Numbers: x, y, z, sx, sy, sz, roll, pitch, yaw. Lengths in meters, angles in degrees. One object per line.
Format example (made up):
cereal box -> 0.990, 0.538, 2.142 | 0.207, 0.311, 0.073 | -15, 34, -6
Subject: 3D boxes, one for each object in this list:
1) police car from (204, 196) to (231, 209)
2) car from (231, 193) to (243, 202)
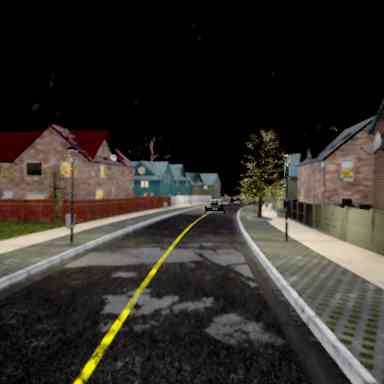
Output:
police car -> 2.195, 1.165, 29.899 | 2.038, 1.542, 4.974 | 1, 0, 7
car -> 8.190, 1.162, 60.677 | 2.150, 2.045, 5.566 | 1, 0, 14
